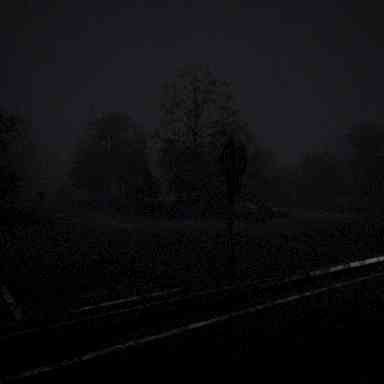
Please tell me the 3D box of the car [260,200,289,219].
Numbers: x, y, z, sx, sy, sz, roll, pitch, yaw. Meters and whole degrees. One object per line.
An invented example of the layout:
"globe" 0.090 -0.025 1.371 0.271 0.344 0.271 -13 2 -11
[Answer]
"car" 6.905 1.585 31.563 2.185 1.767 4.553 1 -1 -36

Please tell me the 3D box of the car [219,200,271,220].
"car" 4.363 1.702 29.663 2.002 1.452 4.674 1 -1 -36

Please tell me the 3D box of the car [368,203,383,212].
"car" 26.742 2.134 45.650 2.002 1.452 4.674 1 -1 -35
